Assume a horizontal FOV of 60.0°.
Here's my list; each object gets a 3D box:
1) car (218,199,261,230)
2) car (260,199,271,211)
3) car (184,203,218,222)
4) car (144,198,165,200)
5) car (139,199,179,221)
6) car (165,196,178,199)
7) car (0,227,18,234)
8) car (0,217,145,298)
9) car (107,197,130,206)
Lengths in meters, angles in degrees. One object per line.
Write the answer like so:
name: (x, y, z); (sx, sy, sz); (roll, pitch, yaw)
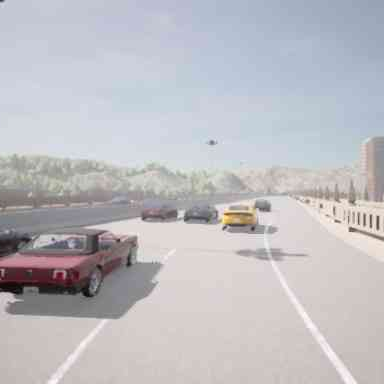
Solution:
car: (3.106, 1.440, 20.858); (1.882, 1.535, 5.008); (0, 0, 14)
car: (8.380, 1.550, 39.774); (1.994, 1.385, 4.181); (0, 0, 16)
car: (0.776, 1.518, 25.641); (1.994, 1.385, 4.181); (0, 0, 15)
car: (-5.455, 1.503, 42.863); (1.994, 1.385, 4.181); (0, 0, 16)
car: (-2.516, 1.506, 26.844); (1.994, 1.385, 4.181); (0, 0, 15)
car: (-3.874, 1.514, 60.997); (1.837, 1.490, 4.892); (0, 0, 16)
car: (-6.230, 1.442, 8.833); (2.128, 1.511, 4.902); (0, 0, 6)
car: (-2.793, 1.565, 8.473); (1.895, 1.301, 4.718); (0, 0, 6)
car: (-10.806, 1.450, 49.559); (1.812, 1.442, 4.674); (0, 0, 16)
